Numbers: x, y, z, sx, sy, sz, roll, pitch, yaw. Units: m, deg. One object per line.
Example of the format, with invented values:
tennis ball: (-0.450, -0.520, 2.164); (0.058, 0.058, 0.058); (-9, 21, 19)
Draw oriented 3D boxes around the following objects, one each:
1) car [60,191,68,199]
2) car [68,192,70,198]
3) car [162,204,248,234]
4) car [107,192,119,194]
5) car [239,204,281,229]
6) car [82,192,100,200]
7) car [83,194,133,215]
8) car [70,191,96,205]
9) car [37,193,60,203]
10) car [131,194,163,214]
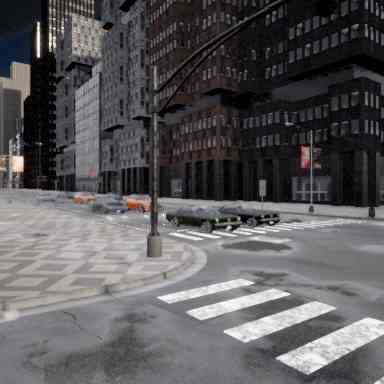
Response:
car: (-25.076, 0.571, 65.293); (2.033, 1.411, 5.357); (0, 1, -36)
car: (-19.268, 0.706, 57.234); (1.812, 1.442, 4.674); (0, 1, -35)
car: (0.552, 1.422, 18.256); (1.895, 1.301, 4.718); (0, 1, -36)
car: (-12.991, 0.763, 54.077); (2.128, 1.511, 4.902); (0, 1, -36)
car: (3.133, 1.411, 20.635); (1.895, 1.301, 4.718); (0, 1, -39)
car: (-19.062, 0.712, 62.506); (1.895, 1.301, 4.718); (0, 1, -36)
car: (-7.580, 1.172, 29.544); (2.033, 1.411, 5.357); (0, 1, -36)
car: (-14.104, 0.745, 44.193); (2.097, 1.767, 4.553); (0, 1, -36)
car: (-21.410, 0.876, 48.870); (1.895, 1.301, 4.718); (0, 1, -35)
car: (-4.410, 0.985, 30.709); (2.097, 1.767, 4.553); (0, 1, -36)
